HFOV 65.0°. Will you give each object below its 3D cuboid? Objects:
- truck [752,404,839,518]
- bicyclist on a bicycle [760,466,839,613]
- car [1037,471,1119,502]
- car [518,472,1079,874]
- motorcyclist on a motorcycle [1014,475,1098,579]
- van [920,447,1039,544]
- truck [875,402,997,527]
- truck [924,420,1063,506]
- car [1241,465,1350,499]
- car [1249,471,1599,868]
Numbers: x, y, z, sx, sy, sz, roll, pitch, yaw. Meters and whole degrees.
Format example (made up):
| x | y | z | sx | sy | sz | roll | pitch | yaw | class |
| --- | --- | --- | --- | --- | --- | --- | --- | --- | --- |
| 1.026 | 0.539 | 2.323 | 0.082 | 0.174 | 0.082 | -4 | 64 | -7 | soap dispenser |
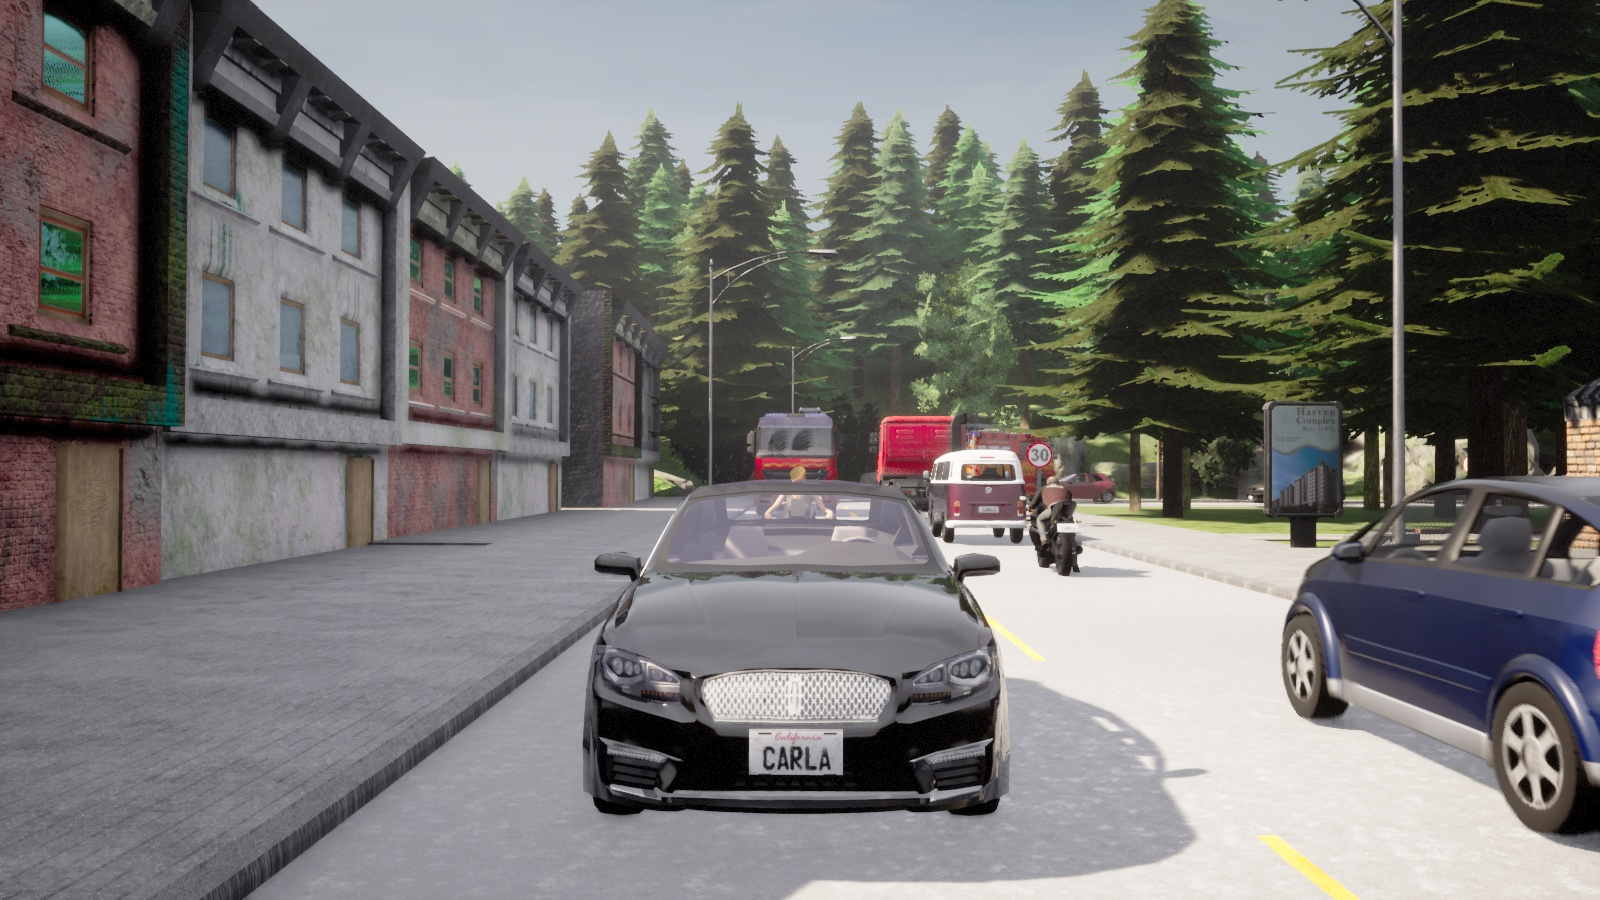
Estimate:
| x | y | z | sx | sy | sz | roll | pitch | yaw | class |
| --- | --- | --- | --- | --- | --- | --- | --- | --- | --- |
| -0.054 | 0.429 | 46.505 | 2.891 | 3.827 | 8.468 | 0 | -1 | 1 | truck |
| -0.005 | 0.996 | 14.605 | 0.866 | 1.612 | 1.509 | 0 | -1 | 0 | bicyclist on a bicycle |
| 14.059 | 1.828 | 63.537 | 3.633 | 1.501 | 1.845 | 0 | -1 | -8 | car |
| -0.007 | 0.892 | 7.230 | 2.128 | 1.511 | 4.902 | 0 | -1 | 0 | car |
| 4.000 | 1.165 | 19.777 | 0.866 | 1.530 | 2.191 | 0 | -1 | 0 | motorcyclist on a motorcycle |
| 4.006 | 1.003 | 28.737 | 2.069 | 2.038 | 4.480 | 0 | -1 | 0 | van |
| 4.011 | 0.466 | 38.741 | 2.891 | 3.462 | 7.936 | 0 | -1 | 0 | truck |
| 9.398 | 0.625 | 60.096 | 2.891 | 3.827 | 8.468 | -1 | -1 | 37 | truck |
| 24.950 | 1.620 | 63.365 | 4.611 | 1.667 | 2.242 | 0 | -1 | 0 | car |
| 3.993 | 0.891 | 6.788 | 1.789 | 1.549 | 3.705 | 0 | -1 | 0 | car |
